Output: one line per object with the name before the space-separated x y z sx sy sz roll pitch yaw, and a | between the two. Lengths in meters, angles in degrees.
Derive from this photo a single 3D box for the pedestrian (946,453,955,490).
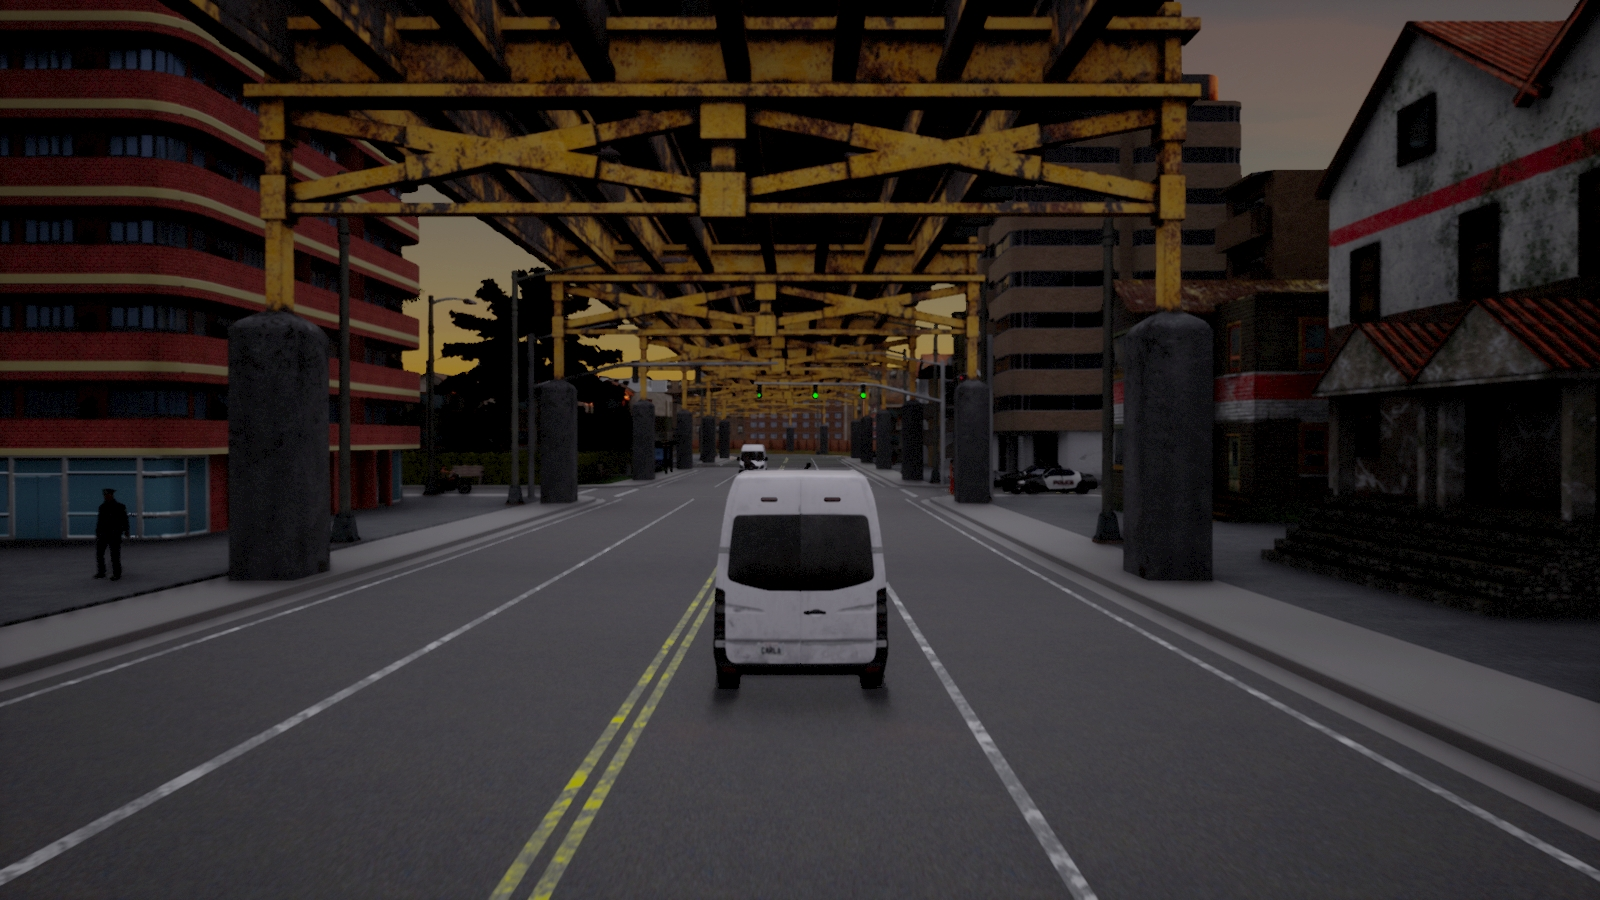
pedestrian | 7.477 1.073 56.818 0.375 1.860 0.375 0 1 -1

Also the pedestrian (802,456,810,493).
pedestrian | 0.314 1.224 56.920 0.375 1.860 0.375 0 1 -1

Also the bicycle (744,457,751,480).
bicycle | -3.534 1.210 76.885 0.329 1.496 1.835 0 0 1

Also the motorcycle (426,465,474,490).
motorcycle | -18.847 1.469 61.500 2.356 1.332 0.764 0 1 0

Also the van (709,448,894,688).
van | 0.006 1.267 15.276 1.988 2.561 5.915 0 0 0

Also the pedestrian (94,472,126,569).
pedestrian | -13.436 1.372 22.252 0.375 1.860 0.375 0 1 0
